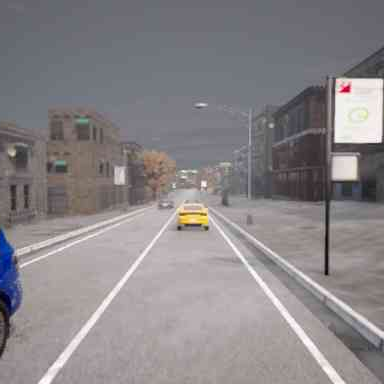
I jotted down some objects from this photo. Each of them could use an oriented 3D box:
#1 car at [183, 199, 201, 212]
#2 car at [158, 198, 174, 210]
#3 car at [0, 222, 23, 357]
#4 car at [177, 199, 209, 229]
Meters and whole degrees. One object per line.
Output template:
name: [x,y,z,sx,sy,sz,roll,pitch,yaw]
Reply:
car: [-0.034,1.601,40.702,2.033,1.411,5.357,0,0,0]
car: [-3.467,1.564,45.231,2.128,1.511,4.902,0,0,0]
car: [-3.585,1.220,2.636,2.150,2.045,5.566,0,0,1]
car: [0.052,1.484,21.570,1.882,1.535,5.008,0,0,0]
